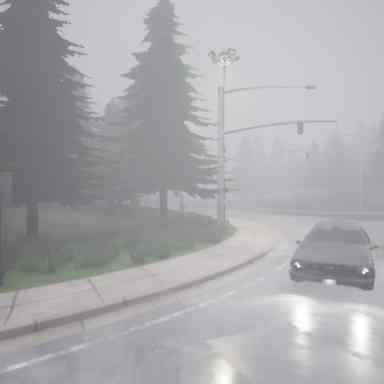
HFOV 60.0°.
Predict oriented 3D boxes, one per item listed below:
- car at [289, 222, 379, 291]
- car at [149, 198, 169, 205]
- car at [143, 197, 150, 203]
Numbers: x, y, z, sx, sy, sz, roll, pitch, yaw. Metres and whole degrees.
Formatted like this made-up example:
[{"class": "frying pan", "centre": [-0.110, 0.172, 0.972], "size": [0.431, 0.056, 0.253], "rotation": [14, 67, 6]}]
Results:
[{"class": "car", "centre": [4.227, 1.598, 9.636], "size": [2.033, 1.411, 5.357], "rotation": [0, 0, 28]}, {"class": "car", "centre": [-6.145, 1.892, 65.698], "size": [2.033, 1.411, 5.357], "rotation": [0, 0, -25]}, {"class": "car", "centre": [-11.157, 1.585, 75.911], "size": [2.150, 2.045, 5.566], "rotation": [0, 0, -26]}]
